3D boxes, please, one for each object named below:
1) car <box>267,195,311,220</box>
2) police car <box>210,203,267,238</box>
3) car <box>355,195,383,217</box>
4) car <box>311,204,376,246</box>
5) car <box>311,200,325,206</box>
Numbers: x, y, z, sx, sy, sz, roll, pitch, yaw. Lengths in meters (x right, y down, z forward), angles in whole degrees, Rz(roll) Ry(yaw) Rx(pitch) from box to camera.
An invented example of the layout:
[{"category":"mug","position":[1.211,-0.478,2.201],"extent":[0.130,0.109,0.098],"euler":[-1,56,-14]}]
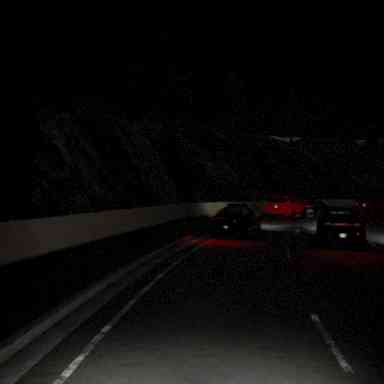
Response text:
[{"category":"car","position":[8.217,1.272,28.776],"extent":[2.150,2.045,5.566],"euler":[0,0,35]},{"category":"police car","position":[2.508,1.440,18.022],"extent":[1.930,1.638,5.238],"euler":[0,0,21]},{"category":"car","position":[17.892,1.326,32.811],"extent":[2.150,2.045,5.566],"euler":[0,0,45]},{"category":"car","position":[6.859,1.531,15.589],"extent":[2.128,1.511,4.902],"euler":[0,0,20]},{"category":"car","position":[12.788,1.580,34.509],"extent":[1.837,1.490,4.892],"euler":[0,0,43]}]
